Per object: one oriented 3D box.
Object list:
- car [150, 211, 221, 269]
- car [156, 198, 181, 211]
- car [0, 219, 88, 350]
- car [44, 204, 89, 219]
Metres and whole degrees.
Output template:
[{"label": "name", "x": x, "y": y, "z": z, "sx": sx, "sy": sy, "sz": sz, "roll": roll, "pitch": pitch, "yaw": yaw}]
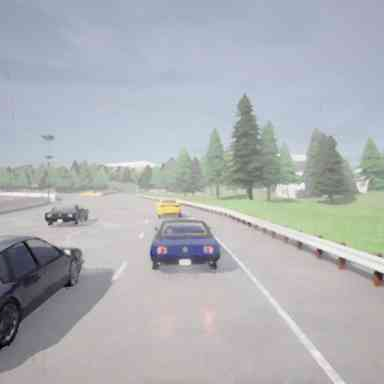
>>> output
[{"label": "car", "x": -0.293, "y": 1.526, "z": 10.869, "sx": 1.895, "sy": 1.301, "sz": 4.718, "roll": 0, "pitch": 0, "yaw": -3}, {"label": "car", "x": -2.062, "y": 1.286, "z": 28.642, "sx": 1.882, "sy": 1.535, "sz": 5.008, "roll": 0, "pitch": 0, "yaw": -8}, {"label": "car", "x": -3.565, "y": 1.513, "z": 6.062, "sx": 2.033, "sy": 1.411, "sz": 5.357, "roll": 0, "pitch": 0, "yaw": -2}, {"label": "car", "x": -8.317, "y": 1.464, "z": 22.557, "sx": 1.895, "sy": 1.301, "sz": 4.718, "roll": 0, "pitch": 0, "yaw": -7}]
